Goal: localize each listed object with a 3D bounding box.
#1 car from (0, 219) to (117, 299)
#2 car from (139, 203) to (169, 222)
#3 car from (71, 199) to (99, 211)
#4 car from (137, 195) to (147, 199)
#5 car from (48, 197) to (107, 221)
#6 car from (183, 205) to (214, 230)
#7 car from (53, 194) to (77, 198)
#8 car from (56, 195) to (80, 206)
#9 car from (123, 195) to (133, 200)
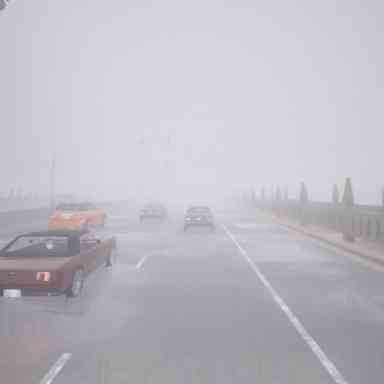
[{"bbox_3d":[-3.301,1.599,8.427,1.895,1.301,4.718,0,0,1],"label":"car"},{"bbox_3d":[-2.962,1.546,26.436,2.033,1.411,5.357,0,0,1],"label":"car"},{"bbox_3d":[-13.346,1.593,41.779,1.895,1.301,4.718,0,0,1],"label":"car"},{"bbox_3d":[-12.442,1.507,83.152,1.882,1.535,5.008,0,0,1],"label":"car"},{"bbox_3d":[-6.592,1.348,19.701,2.097,1.767,4.553,0,0,1],"label":"car"},{"bbox_3d":[0.429,1.549,20.879,2.033,1.411,5.357,0,0,1],"label":"car"},{"bbox_3d":[-16.799,1.214,43.817,2.150,2.045,5.566,0,0,1],"label":"car"},{"bbox_3d":[-20.070,1.342,53.907,2.097,1.767,4.553,0,0,2],"label":"car"},{"bbox_3d":[-15.941,1.504,83.221,1.882,1.535,5.008,0,0,1],"label":"car"}]
